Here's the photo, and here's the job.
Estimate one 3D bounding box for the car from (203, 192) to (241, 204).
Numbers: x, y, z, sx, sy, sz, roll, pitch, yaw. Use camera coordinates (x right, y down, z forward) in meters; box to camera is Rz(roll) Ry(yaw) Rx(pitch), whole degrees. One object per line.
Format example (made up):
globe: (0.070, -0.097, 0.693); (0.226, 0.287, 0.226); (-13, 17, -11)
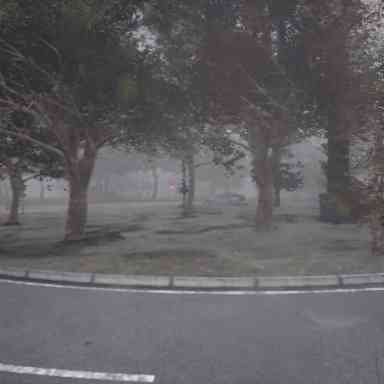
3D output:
car: (3.773, 0.959, 43.902); (4.718, 1.301, 1.895); (-1, 1, 8)

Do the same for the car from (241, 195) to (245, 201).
car: (4.907, 0.782, 46.878); (5.008, 1.535, 1.882); (-1, 0, 11)
